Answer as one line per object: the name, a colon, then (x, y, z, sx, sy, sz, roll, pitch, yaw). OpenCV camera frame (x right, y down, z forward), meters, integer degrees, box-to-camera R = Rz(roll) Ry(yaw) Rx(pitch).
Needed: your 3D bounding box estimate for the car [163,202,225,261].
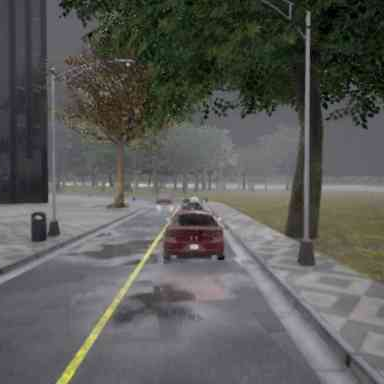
car: (0.068, 1.352, 11.801, 1.882, 1.535, 5.008, 0, 1, 0)

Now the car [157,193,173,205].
car: (-3.589, 0.894, 43.477, 1.882, 1.535, 5.008, 0, 1, -7)

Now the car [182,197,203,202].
car: (0.034, 1.152, 30.057, 1.812, 1.442, 4.674, 0, 1, 0)
